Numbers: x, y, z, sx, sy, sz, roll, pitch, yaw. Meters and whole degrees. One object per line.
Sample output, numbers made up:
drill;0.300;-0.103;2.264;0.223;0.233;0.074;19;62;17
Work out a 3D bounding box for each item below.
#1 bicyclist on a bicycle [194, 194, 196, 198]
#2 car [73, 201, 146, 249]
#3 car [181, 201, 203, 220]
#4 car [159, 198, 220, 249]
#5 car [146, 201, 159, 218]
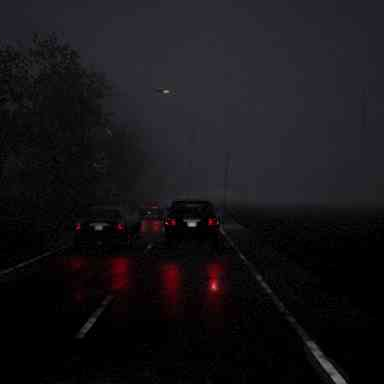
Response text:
bicyclist on a bicycle;0.962;1.392;95.482;0.659;1.776;1.843;0;0;0
car;-3.500;1.368;14.621;2.097;1.767;4.553;0;0;0
car;0.000;1.538;29.651;1.812;1.442;4.674;0;0;0
car;0.000;1.260;14.682;2.150;2.045;5.566;0;0;0
car;-3.500;1.501;29.651;2.128;1.511;4.902;0;0;0
